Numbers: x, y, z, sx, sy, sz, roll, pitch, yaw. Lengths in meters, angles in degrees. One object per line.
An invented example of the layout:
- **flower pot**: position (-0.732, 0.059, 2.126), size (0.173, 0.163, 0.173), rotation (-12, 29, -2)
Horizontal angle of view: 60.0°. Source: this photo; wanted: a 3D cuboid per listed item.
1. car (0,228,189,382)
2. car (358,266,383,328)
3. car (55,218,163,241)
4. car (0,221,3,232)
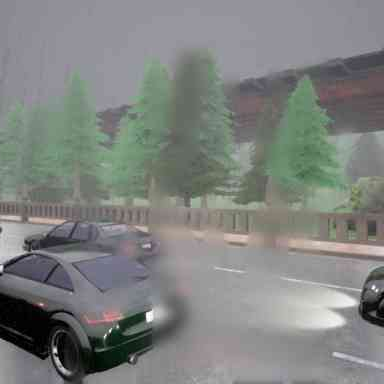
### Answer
- **car**: position (-2.113, 1.564, 5.511), size (4.181, 1.385, 1.994), rotation (0, 0, 35)
- **car**: position (4.793, 1.564, 4.869), size (4.181, 1.385, 1.994), rotation (0, 0, 36)
- **car**: position (-3.273, 1.547, 10.648), size (5.357, 1.411, 2.033), rotation (0, 0, 36)
- **car**: position (-11.419, 1.547, 16.466), size (5.357, 1.411, 2.033), rotation (0, 0, 36)
